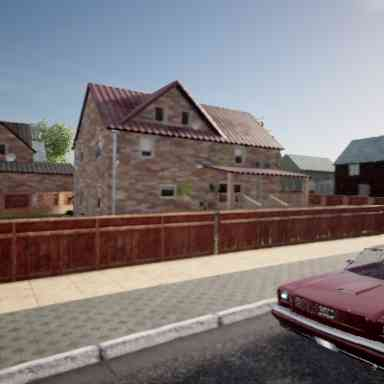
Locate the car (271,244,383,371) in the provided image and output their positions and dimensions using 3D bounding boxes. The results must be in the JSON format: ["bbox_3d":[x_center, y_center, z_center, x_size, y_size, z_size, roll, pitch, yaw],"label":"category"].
[{"bbox_3d":[3.509,1.580,5.360,4.718,1.301,1.895,0,0,-33],"label":"car"}]
